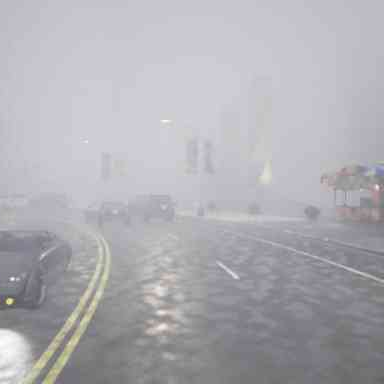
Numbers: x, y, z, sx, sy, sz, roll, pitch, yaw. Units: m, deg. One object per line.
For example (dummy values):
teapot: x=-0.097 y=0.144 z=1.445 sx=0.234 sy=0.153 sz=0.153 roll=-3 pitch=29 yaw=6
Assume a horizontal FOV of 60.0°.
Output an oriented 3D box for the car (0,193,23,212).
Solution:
car: x=-20.682 y=1.123 z=37.176 sx=5.566 sy=2.045 sz=2.150 roll=0 pitch=0 yaw=31

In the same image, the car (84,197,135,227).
car: x=-5.834 y=1.292 z=22.469 sx=2.097 sy=1.767 sz=4.553 roll=0 pitch=0 yaw=-31

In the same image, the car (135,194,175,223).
car: x=-3.307 y=1.159 z=25.029 sx=2.150 sy=2.045 sz=5.566 roll=0 pitch=0 yaw=-32

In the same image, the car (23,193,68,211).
car: x=-16.829 y=1.118 z=38.875 sx=5.566 sy=2.045 sz=2.150 roll=0 pitch=0 yaw=33

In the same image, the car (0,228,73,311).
car: x=-4.072 y=1.543 z=7.538 sx=1.994 sy=1.385 sz=4.181 roll=0 pitch=0 yaw=-8
